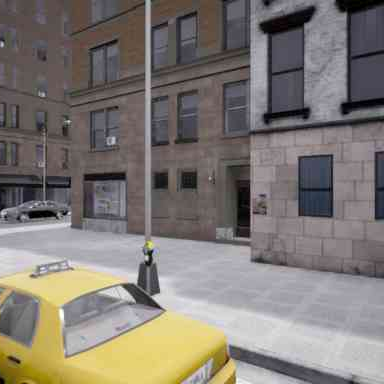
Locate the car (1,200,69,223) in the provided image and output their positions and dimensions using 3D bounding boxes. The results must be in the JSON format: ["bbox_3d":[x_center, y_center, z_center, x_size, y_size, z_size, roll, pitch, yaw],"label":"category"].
[{"bbox_3d":[-11.701,1.402,25.032,2.128,1.511,4.902,0,0,32],"label":"car"}]

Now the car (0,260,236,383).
[{"bbox_3d":[-1.868,1.525,4.079,4.829,1.417,1.752,0,0,34],"label":"car"}]
